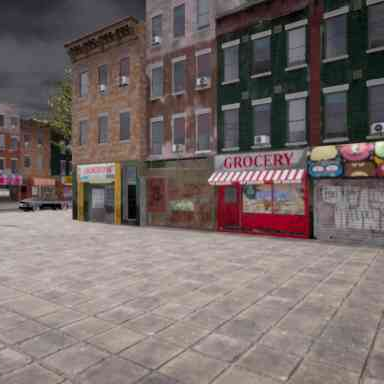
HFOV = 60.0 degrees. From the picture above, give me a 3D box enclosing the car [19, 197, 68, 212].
[{"bbox_3d":[-13.461,1.092,30.303,1.947,1.339,4.313,1,1,35],"label":"car"}]
